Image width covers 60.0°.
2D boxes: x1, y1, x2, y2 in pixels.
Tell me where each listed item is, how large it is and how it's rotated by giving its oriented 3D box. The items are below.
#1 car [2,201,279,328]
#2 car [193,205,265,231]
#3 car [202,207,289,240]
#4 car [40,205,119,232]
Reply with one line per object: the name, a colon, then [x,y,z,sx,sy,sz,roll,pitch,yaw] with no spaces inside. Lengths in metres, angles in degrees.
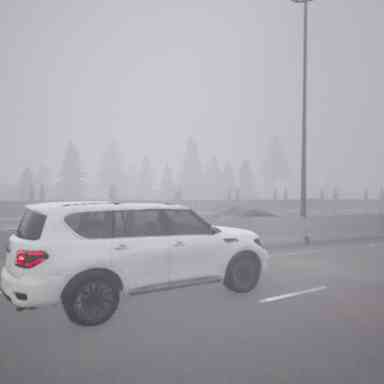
car: [-0.894,1.209,7.179,5.566,2.045,2.150,0,0,-33]
car: [2.379,1.568,21.270,4.181,1.385,1.994,0,0,-27]
car: [2.853,1.567,17.584,4.181,1.385,1.994,0,0,-28]
car: [-6.789,1.520,20.137,4.181,1.385,1.994,0,0,-31]
